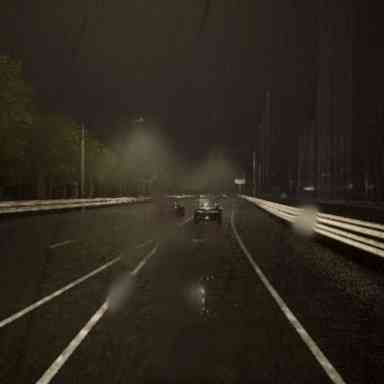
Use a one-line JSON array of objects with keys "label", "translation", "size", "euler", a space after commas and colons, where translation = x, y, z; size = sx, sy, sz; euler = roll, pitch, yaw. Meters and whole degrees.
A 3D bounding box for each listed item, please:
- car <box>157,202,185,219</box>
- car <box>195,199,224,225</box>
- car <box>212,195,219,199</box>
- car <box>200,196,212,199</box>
[{"label": "car", "translation": [-1.799, 1.584, 29.510], "size": [1.994, 1.385, 4.181], "euler": [0, 0, 8]}, {"label": "car", "translation": [1.289, 1.531, 24.763], "size": [2.128, 1.511, 4.902], "euler": [0, 0, 6]}, {"label": "car", "translation": [4.498, 1.693, 77.662], "size": [2.033, 1.411, 5.357], "euler": [0, 0, 7]}, {"label": "car", "translation": [2.116, 1.621, 59.235], "size": [1.812, 1.442, 4.674], "euler": [1, 0, 7]}]
